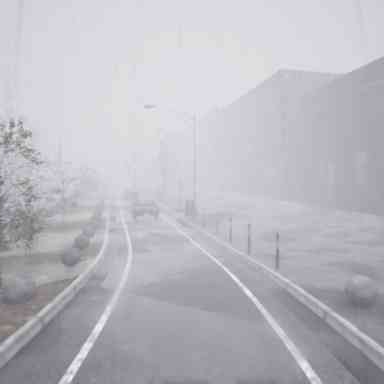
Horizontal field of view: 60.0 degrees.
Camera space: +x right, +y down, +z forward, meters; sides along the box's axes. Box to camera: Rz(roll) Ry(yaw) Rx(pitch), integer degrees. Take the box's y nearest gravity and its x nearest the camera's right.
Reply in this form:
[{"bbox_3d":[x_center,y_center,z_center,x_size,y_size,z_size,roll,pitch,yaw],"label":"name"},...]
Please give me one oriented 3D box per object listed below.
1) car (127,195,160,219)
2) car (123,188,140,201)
[{"bbox_3d":[-3.713,1.215,25.568,1.895,1.301,4.718,0,3,-13],"label":"car"},{"bbox_3d":[-7.682,0.205,42.101,1.882,1.535,5.008,0,3,-14],"label":"car"}]
